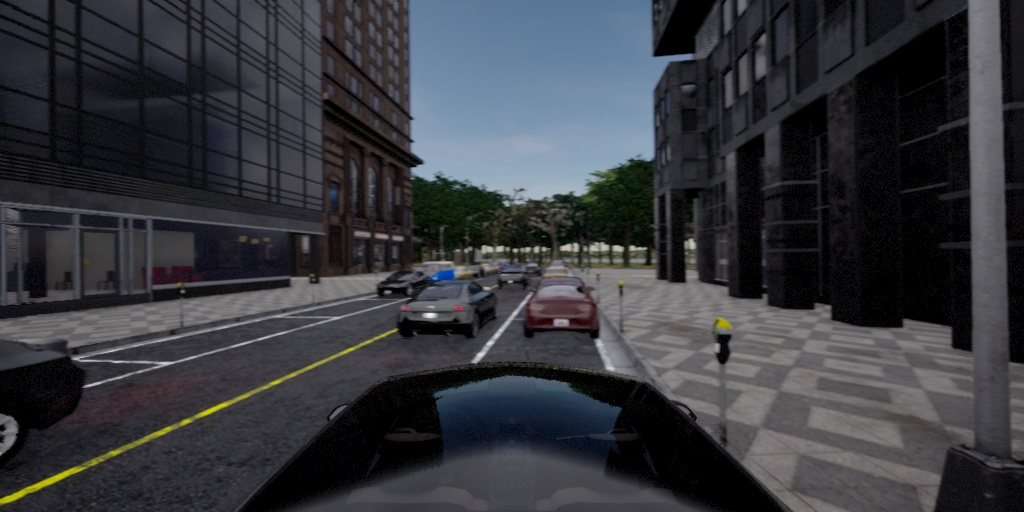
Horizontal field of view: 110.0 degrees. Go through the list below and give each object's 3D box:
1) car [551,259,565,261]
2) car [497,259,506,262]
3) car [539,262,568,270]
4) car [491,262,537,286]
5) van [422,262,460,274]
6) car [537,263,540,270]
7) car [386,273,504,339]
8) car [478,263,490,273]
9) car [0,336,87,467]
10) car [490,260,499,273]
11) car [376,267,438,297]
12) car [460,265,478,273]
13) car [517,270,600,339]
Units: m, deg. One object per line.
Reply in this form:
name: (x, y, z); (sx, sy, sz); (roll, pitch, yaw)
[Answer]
car: (4.563, 1.309, 35.726); (1.967, 1.591, 4.097); (0, 0, 8)
car: (-2.386, 1.479, 47.668); (1.967, 1.591, 4.097); (0, 0, 8)
car: (3.093, 1.356, 25.122); (1.751, 1.417, 4.829); (0, 0, 8)
car: (0.253, 1.359, 24.122); (2.128, 1.511, 4.902); (-1, 0, 8)
van: (-5.374, 1.301, 26.125); (1.690, 1.789, 3.998); (0, 0, 8)
car: (2.322, 1.451, 39.796); (1.812, 1.442, 4.674); (-1, 0, 8)
car: (-1.646, 1.383, 10.409); (1.994, 1.385, 4.181); (-1, 0, 8)
car: (-3.880, 1.565, 36.896); (1.948, 1.339, 4.313); (0, 0, 8)
car: (-6.036, 1.345, 2.053); (1.837, 1.490, 4.892); (-1, 0, 8)
car: (-3.157, 1.544, 42.114); (1.751, 1.417, 4.829); (0, 0, 8)
car: (-6.121, 1.507, 20.739); (1.948, 1.339, 4.313); (0, 0, 8)
car: (-4.651, 1.505, 31.342); (1.751, 1.417, 4.829); (0, 0, 8)
car: (1.391, 1.300, 10.123); (1.812, 1.442, 4.674); (-1, 0, 8)
